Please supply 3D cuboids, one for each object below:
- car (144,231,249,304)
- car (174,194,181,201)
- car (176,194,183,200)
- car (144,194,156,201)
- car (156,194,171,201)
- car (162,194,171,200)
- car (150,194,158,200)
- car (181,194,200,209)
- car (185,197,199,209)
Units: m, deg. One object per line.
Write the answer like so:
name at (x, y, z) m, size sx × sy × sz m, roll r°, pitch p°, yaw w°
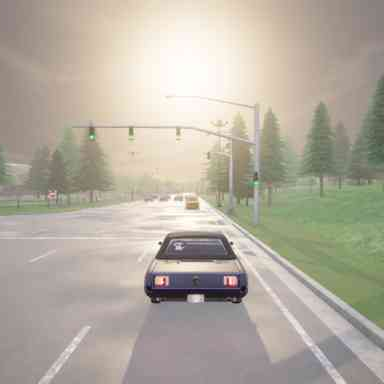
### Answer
car at (0.093, 1.601, 8.116) m, size 1.895 × 1.301 × 4.718 m, roll 0°, pitch 0°, yaw 0°
car at (-3.361, 1.545, 80.827) m, size 1.994 × 1.385 × 4.181 m, roll 0°, pitch 0°, yaw 0°
car at (-3.344, 1.356, 90.830) m, size 1.812 × 1.442 × 4.674 m, roll 0°, pitch 0°, yaw 0°
car at (-10.362, 1.531, 80.422) m, size 2.033 × 1.411 × 5.357 m, roll 0°, pitch 0°, yaw 0°
car at (-6.862, 1.531, 80.416) m, size 2.033 × 1.411 × 5.357 m, roll 0°, pitch 0°, yaw 0°
car at (-6.844, 1.372, 90.836) m, size 2.033 × 1.411 × 5.357 m, roll 0°, pitch 0°, yaw 0°
car at (-10.344, 1.332, 90.842) m, size 1.837 × 1.490 × 4.892 m, roll 0°, pitch 0°, yaw 0°
car at (-0.051, 1.085, 46.300) m, size 1.882 × 1.535 × 5.008 m, roll -3°, pitch 17°, yaw -3°
car at (0.026, 1.576, 49.784) m, size 2.033 × 1.411 × 5.357 m, roll -1°, pitch 1°, yaw 1°
